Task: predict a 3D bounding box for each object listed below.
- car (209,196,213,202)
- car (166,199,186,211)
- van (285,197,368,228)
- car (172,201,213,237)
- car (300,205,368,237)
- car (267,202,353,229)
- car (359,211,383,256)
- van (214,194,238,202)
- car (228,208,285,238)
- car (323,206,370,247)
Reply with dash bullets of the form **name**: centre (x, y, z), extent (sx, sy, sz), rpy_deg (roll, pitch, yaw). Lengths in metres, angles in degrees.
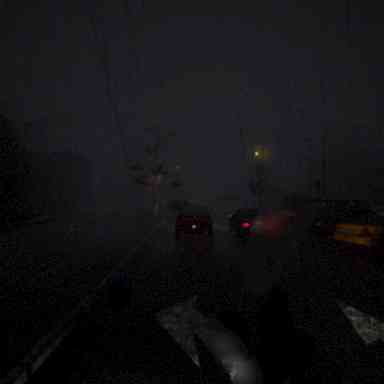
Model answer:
- **car**: centre (8.094, 1.924, 92.402), extent (4.553, 1.767, 2.185), rpy_deg (1, -1, -20)
- **car**: centre (-1.677, 1.571, 39.937), extent (2.128, 1.511, 4.902), rpy_deg (0, 0, -21)
- **van**: centre (7.962, 1.288, 19.221), extent (4.442, 1.987, 1.878), rpy_deg (1, 0, -20)
- **car**: centre (0.097, 1.500, 18.277), extent (1.882, 1.535, 5.008), rpy_deg (0, 0, 0)
- **car**: centre (8.094, 1.538, 16.294), extent (4.792, 1.488, 2.163), rpy_deg (1, 0, -20)
- **car**: centre (7.895, 1.517, 22.179), extent (5.366, 1.575, 1.946), rpy_deg (1, 0, -20)
- **car**: centre (8.062, 1.497, 10.316), extent (4.892, 1.521, 2.231), rpy_deg (1, 0, -20)
- **van**: centre (7.958, 1.358, 74.489), extent (4.442, 1.987, 1.878), rpy_deg (1, -1, -20)
- **car**: centre (3.098, 1.568, 17.804), extent (2.033, 1.411, 5.357), rpy_deg (0, 0, 0)
- **car**: centre (8.242, 1.500, 13.364), extent (5.366, 1.575, 1.946), rpy_deg (1, 0, -20)
